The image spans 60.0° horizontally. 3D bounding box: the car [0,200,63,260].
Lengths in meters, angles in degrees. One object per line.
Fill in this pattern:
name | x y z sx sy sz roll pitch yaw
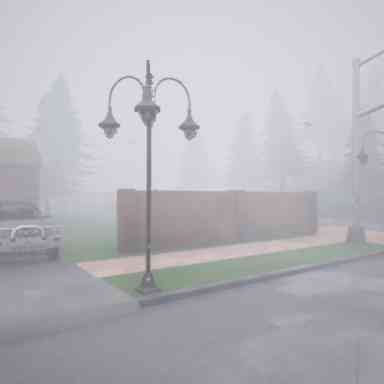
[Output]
car | -5.878 1.184 11.146 1.932 1.855 4.605 0 0 -36
